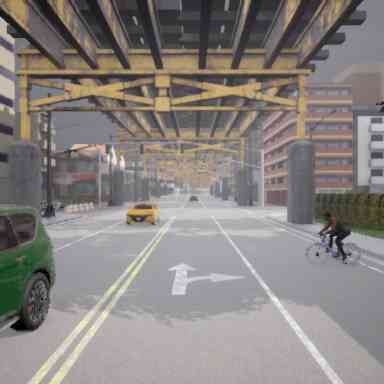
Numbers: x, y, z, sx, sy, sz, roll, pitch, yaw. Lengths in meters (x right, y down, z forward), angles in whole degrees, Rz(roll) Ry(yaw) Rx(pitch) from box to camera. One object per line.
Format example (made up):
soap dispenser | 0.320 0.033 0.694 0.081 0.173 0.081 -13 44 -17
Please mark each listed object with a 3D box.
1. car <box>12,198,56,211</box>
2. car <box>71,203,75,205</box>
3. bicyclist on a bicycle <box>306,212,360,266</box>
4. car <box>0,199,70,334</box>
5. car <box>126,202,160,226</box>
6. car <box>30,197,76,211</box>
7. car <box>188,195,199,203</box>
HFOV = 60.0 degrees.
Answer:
car | -16.963 1.286 35.705 4.536 1.218 1.853 0 0 25
car | -16.617 1.285 39.822 4.536 1.218 1.853 0 0 -20
bicyclist on a bicycle | 4.294 1.436 10.127 1.656 1.620 0.582 -1 0 0
car | -3.582 1.220 3.930 2.150 2.045 5.566 0 0 0
car | -3.409 1.471 23.868 1.882 1.535 5.008 0 0 1
car | -16.569 1.443 39.840 4.974 1.542 2.038 0 0 -20
car | 0.347 1.472 71.231 1.837 1.490 4.892 0 0 0
